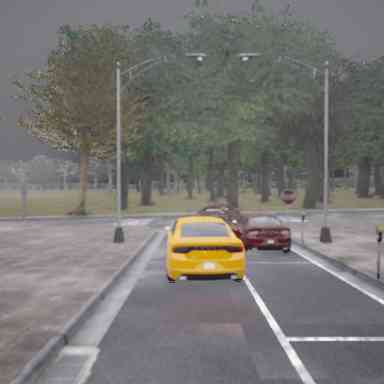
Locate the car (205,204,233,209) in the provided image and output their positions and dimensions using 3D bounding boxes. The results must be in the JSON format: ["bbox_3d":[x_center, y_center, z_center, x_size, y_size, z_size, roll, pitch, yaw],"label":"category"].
[{"bbox_3d":[1.848,1.470,20.868,1.812,1.442,4.674,-1,0,29],"label":"car"}]

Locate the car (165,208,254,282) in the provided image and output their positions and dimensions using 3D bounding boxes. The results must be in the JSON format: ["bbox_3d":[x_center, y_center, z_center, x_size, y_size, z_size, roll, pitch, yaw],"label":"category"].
[{"bbox_3d":[0.234,1.460,9.777,1.882,1.535,5.008,0,0,-3],"label":"car"}]

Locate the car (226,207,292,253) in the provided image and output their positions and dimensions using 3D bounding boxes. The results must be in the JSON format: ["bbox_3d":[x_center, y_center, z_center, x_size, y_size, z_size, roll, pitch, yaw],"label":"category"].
[{"bbox_3d":[2.629,1.521,13.338,1.887,1.381,4.507,-1,0,0],"label":"car"}]
